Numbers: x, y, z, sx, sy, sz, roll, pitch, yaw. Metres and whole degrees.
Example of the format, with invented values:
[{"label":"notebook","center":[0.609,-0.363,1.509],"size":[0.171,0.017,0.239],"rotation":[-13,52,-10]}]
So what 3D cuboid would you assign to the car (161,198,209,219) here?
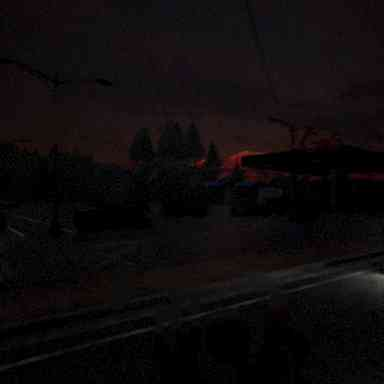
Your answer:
[{"label":"car","center":[-0.649,1.469,31.165],"size":[4.605,1.855,1.932],"rotation":[1,0,-37]}]

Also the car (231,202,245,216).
[{"label":"car","center":[6.152,1.807,36.224],"size":[3.806,1.475,1.970],"rotation":[1,0,-37]}]

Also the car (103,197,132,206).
[{"label":"car","center":[-14.211,1.805,63.773],"size":[5.027,1.636,2.152],"rotation":[1,0,-37]}]

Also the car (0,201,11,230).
[{"label":"car","center":[-12.439,1.450,18.405],"size":[3.806,1.475,1.970],"rotation":[1,0,-37]}]

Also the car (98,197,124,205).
[{"label":"car","center":[-16.114,1.816,66.267],"size":[4.514,1.523,2.007],"rotation":[1,0,-37]}]

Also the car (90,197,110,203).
[{"label":"car","center":[-13.361,1.717,49.684],"size":[3.633,1.501,1.845],"rotation":[1,0,-37]}]

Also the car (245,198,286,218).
[{"label":"car","center":[7.634,1.515,33.187],"size":[3.866,1.878,1.905],"rotation":[1,0,-37]}]

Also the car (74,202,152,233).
[{"label":"car","center":[-4.592,1.575,19.638],"size":[4.514,1.523,2.007],"rotation":[1,0,-37]}]

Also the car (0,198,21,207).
[{"label":"car","center":[-29.325,1.694,52.818],"size":[3.806,1.475,1.970],"rotation":[1,0,-37]}]

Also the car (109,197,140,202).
[{"label":"car","center":[-7.467,1.686,41.614],"size":[4.514,1.523,2.007],"rotation":[1,0,-37]}]
